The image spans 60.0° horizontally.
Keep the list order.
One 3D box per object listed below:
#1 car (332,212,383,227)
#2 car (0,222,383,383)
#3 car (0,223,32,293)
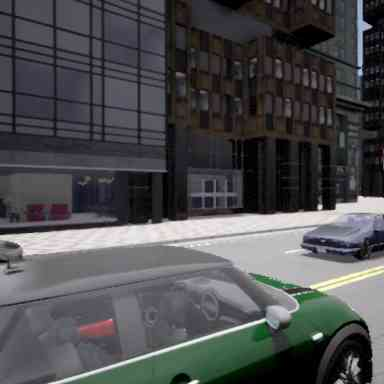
[{"bbox_3d":[6.300,1.464,12.176,5.357,1.411,2.033,-1,0,-35],"label":"car"},{"bbox_3d":[-0.199,1.341,3.296,4.553,1.767,2.097,0,0,-35],"label":"car"},{"bbox_3d":[-6.025,1.570,7.373,4.181,1.385,1.994,0,0,-36],"label":"car"}]
